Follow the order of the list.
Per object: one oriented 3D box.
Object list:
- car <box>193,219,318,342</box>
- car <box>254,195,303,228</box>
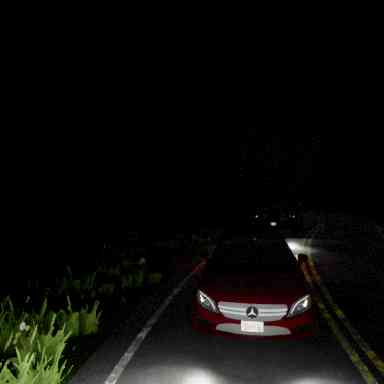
[{"bbox_3d":[1.229,1.534,6.728,1.812,1.442,4.674,-1,0,11],"label":"car"},{"bbox_3d":[5.046,1.213,19.000,2.150,2.045,5.566,-2,-1,22],"label":"car"}]
